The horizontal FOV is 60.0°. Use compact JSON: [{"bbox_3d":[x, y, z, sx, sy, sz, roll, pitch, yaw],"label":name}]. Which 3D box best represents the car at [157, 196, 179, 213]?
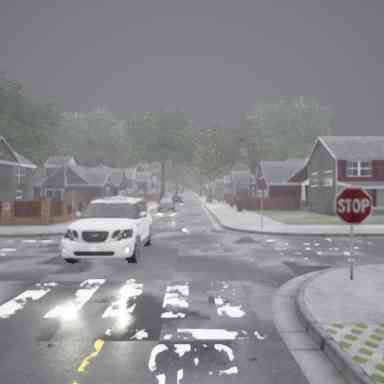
[{"bbox_3d":[-2.718,1.465,36.498,1.812,1.442,4.674,0,0,0],"label":"car"}]

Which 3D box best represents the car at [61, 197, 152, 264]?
[{"bbox_3d":[-2.741,1.222,12.038,2.150,2.045,5.566,0,0,0],"label":"car"}]

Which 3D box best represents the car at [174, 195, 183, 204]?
[{"bbox_3d":[-2.697,1.308,61.412,1.882,1.535,5.008,0,0,0],"label":"car"}]
